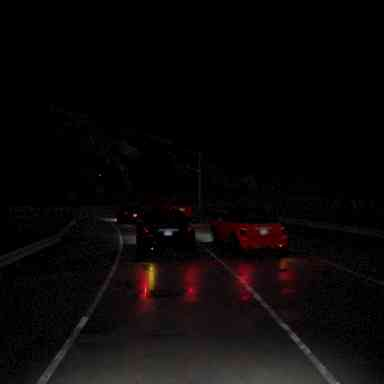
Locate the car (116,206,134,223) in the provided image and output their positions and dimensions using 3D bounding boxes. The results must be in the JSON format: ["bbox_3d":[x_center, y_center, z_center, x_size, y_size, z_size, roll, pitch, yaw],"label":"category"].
[{"bbox_3d":[-5.278,1.860,28.506,1.994,1.385,4.181,0,-1,-21],"label":"car"}]

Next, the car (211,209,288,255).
[{"bbox_3d":[2.258,1.499,14.238,2.097,1.767,4.553,0,-1,-10],"label":"car"}]

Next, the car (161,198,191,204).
[{"bbox_3d":[-1.614,1.523,28.836,2.150,2.045,5.566,0,0,-20],"label":"car"}]

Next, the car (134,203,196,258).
[{"bbox_3d":[-1.202,1.494,13.713,2.097,1.767,4.553,0,-1,-10],"label":"car"}]
